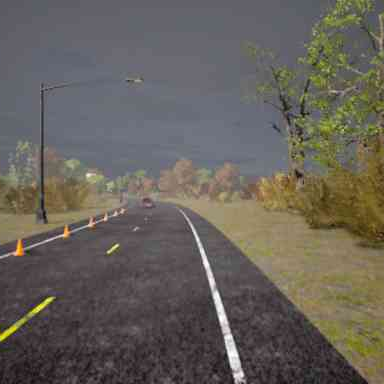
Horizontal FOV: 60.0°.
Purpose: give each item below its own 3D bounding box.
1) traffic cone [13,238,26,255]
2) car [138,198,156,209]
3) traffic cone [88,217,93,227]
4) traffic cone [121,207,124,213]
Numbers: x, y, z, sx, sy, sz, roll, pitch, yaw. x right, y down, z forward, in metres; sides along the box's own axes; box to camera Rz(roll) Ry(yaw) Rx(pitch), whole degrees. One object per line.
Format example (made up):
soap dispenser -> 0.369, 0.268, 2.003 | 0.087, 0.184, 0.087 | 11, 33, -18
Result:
traffic cone -> -6.247, 1.967, 12.064 | 0.340, 0.580, 0.340 | 0, 0, -2
car -> -6.452, 1.592, 47.645 | 1.812, 1.442, 4.674 | 0, 0, -16
traffic cone -> -6.662, 1.979, 21.984 | 0.340, 0.580, 0.340 | 0, 0, -3
traffic cone -> -7.706, 2.001, 36.841 | 0.340, 0.580, 0.340 | 0, 0, -5
